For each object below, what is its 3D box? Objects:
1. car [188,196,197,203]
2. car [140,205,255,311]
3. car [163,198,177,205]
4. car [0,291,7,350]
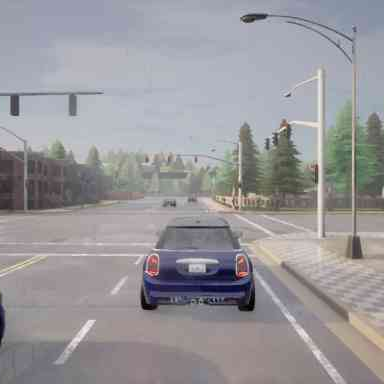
[{"bbox_3d":[0.062,1.505,68.219,1.837,1.490,4.892,0,0,0],"label":"car"},{"bbox_3d":[0.161,1.352,7.931,2.097,1.767,4.553,0,0,2],"label":"car"},{"bbox_3d":[-3.337,1.601,51.074,1.895,1.301,4.718,0,0,0],"label":"car"},{"bbox_3d":[-3.440,1.478,2.479,1.882,1.535,5.008,0,0,0],"label":"car"}]
